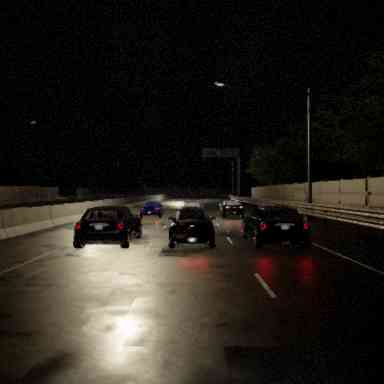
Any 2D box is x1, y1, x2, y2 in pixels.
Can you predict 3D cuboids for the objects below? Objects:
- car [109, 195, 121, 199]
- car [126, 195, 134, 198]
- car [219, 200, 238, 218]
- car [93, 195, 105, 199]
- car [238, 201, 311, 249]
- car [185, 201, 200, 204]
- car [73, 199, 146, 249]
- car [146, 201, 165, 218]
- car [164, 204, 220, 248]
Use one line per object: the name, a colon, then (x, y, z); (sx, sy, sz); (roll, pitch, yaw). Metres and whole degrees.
car: (-17.499, 1.415, 75.471); (2.128, 1.511, 4.902); (0, 0, 0)
car: (-13.999, 1.442, 75.471); (1.994, 1.385, 4.181); (0, 0, 0)
car: (3.500, 1.475, 29.651); (2.128, 1.511, 4.902); (0, 0, 0)
car: (-20.999, 1.414, 75.472); (1.812, 1.442, 4.674); (0, 0, 0)
car: (3.500, 1.358, 14.620); (2.097, 1.767, 4.553); (0, 0, 0)
car: (0.000, 1.543, 29.652); (2.033, 1.411, 5.357); (0, 0, 0)
car: (-3.500, 1.358, 14.621); (2.097, 1.767, 4.553); (0, 0, 0)
car: (-3.499, 1.513, 29.652); (1.812, 1.442, 4.674); (0, 0, 0)
car: (0.000, 1.508, 14.651); (1.837, 1.490, 4.892); (0, 0, 0)
